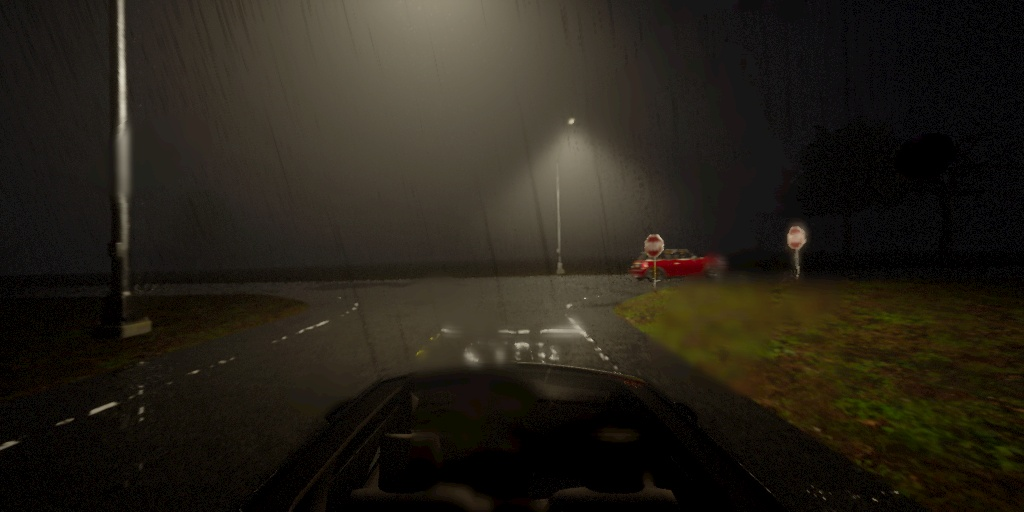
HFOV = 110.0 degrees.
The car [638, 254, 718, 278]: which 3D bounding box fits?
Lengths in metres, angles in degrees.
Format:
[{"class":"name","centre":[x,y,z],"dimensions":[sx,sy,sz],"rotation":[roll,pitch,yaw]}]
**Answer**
[{"class":"car","centre":[11.965,0.720,26.074],"dimensions":[4.892,1.490,1.837],"rotation":[-2,-1,-1]}]

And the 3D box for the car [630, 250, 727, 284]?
[{"class":"car","centre":[8.747,0.439,19.008],"dimensions":[4.553,1.767,2.097],"rotation":[-3,-1,-1]}]
